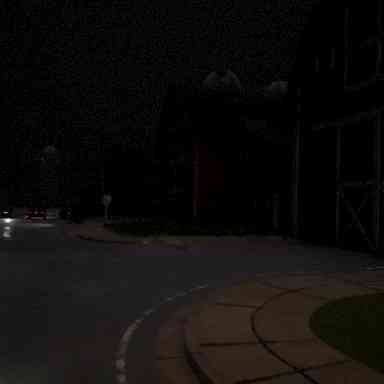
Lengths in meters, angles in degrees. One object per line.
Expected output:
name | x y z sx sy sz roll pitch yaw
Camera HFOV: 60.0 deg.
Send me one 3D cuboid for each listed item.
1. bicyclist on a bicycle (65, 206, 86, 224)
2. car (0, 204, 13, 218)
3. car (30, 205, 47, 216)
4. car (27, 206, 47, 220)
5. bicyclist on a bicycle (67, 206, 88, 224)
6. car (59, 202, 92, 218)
bicyclist on a bicycle | -10.717 2.130 30.355 1.656 1.620 0.582 2 -1 -35
car | -21.155 2.138 37.145 1.837 1.490 4.892 3 -3 -23
car | -21.229 2.556 46.083 1.895 1.301 4.718 3 -2 -23
car | -16.917 2.245 36.332 2.033 1.411 5.357 2 -3 -23
bicyclist on a bicycle | -10.655 2.146 30.978 1.656 1.620 0.582 3 -2 -42
car | -13.879 2.118 39.695 3.866 1.878 1.905 -1 3 24
